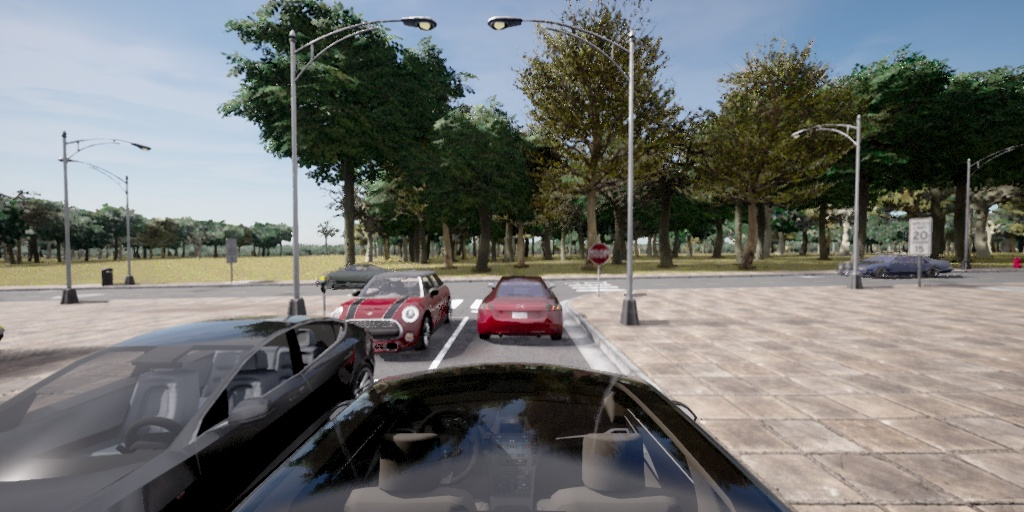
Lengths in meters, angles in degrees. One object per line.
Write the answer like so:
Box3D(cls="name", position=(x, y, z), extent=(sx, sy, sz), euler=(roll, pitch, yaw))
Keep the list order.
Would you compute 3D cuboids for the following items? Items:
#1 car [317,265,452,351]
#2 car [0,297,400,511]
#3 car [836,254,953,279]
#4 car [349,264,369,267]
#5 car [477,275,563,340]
Box3D(cls="car", position=(-2.638, 1.101, 8.505), extent=(1.967, 1.591, 4.097), euler=(0, 0, 0))
Box3D(cls="car", position=(-2.638, 1.298, 3.071), extent=(1.948, 1.339, 4.313), euler=(0, 0, 0))
Box3D(cls="car", position=(22.583, 0.574, 21.242), extent=(5.357, 1.411, 2.033), euler=(-1, 1, 0))
Box3D(cls="car", position=(-9.209, 1.188, 21.269), extent=(4.181, 1.385, 1.994), euler=(-1, 1, 0))
Box3D(cls="car", position=(0.257, 1.210, 9.658), extent=(1.994, 1.385, 4.181), euler=(0, 1, 3))
